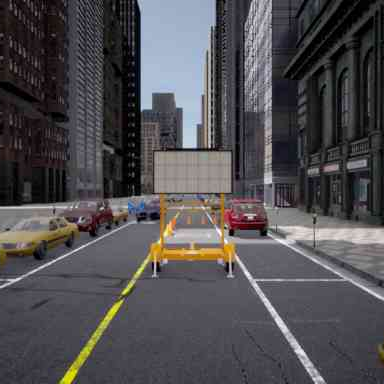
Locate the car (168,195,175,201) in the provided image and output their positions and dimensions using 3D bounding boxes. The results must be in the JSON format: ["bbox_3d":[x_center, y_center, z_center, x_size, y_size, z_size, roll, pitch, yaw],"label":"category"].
[{"bbox_3d":[-5.557,1.581,91.420,1.752,1.417,4.829,0,0,0],"label":"car"}]

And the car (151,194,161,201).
[{"bbox_3d":[-5.661,1.331,46.464,2.192,1.841,5.009,0,0,0],"label":"car"}]

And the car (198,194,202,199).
[{"bbox_3d":[2.942,1.591,80.294,1.887,1.381,4.507,0,0,0],"label":"car"}]

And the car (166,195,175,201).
[{"bbox_3d":[-5.570,1.602,85.949,2.008,1.369,4.403,0,0,0],"label":"car"}]

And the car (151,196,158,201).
[{"bbox_3d":[-5.673,1.562,40.823,2.008,1.369,4.403,0,0,0],"label":"car"}]

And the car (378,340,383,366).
[{"bbox_3d":[2.763,1.525,1.497,1.752,1.417,4.829,0,0,0],"label":"car"}]

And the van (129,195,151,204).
[{"bbox_3d":[-5.686,1.349,35.183,1.690,1.788,3.998,0,0,0],"label":"van"}]

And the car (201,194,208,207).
[{"bbox_3d":[2.878,1.461,52.091,1.967,1.590,4.097,0,0,0],"label":"car"}]

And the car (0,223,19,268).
[{"bbox_3d":[-5.750,1.525,6.809,1.752,1.417,4.829,0,0,0],"label":"car"}]

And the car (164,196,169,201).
[{"bbox_3d":[-5.635,1.341,57.746,2.192,1.841,5.009,0,0,0],"label":"car"}]

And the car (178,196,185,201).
[{"bbox_3d":[-2.797,1.655,89.335,1.895,1.301,4.718,0,0,0],"label":"car"}]

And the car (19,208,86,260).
[{"bbox_3d":[-5.737,1.525,12.450,1.752,1.417,4.829,0,0,0],"label":"car"}]

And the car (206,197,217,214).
[{"bbox_3d":[2.840,1.559,35.170,2.008,1.369,4.403,0,0,0],"label":"car"}]

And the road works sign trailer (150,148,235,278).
[{"bbox_3d":[0.023,0.464,10.163,2.380,3.560,2.880,0,0,0],"label":"road works sign trailer"}]

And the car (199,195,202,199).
[{"bbox_3d":[2.904,1.597,63.372,1.947,1.339,4.313,0,0,0],"label":"car"}]

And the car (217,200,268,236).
[{"bbox_3d":[2.801,1.316,18.249,2.192,1.841,5.009,0,0,0],"label":"car"}]

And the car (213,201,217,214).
[{"bbox_3d":[2.814,1.554,23.889,2.008,1.369,4.403,0,0,0],"label":"car"}]

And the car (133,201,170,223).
[{"bbox_3d":[-3.041,1.604,25.529,1.895,1.301,4.718,0,0,0],"label":"car"}]

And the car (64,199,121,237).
[{"bbox_3d":[-5.724,1.316,18.261,2.192,1.841,5.009,0,0,0],"label":"car"}]

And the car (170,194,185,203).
[{"bbox_3d":[-2.876,1.537,66.055,1.837,1.490,4.892,0,0,1],"label":"car"}]

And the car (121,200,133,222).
[{"bbox_3d":[-5.711,1.528,23.731,1.752,1.417,4.829,0,0,0],"label":"car"}]
